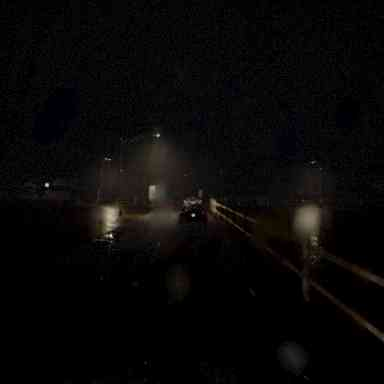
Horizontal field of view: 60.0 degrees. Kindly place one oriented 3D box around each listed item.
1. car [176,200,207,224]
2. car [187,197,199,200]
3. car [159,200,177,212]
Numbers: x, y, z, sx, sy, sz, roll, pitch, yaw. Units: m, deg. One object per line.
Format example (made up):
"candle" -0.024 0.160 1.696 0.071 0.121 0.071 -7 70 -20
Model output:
"car" 0.096 1.550 24.370 1.994 1.385 4.181 0 0 0
"car" 0.095 1.390 38.871 2.097 1.767 4.553 0 0 0
"car" -2.788 1.607 40.097 1.994 1.385 4.181 0 0 0
